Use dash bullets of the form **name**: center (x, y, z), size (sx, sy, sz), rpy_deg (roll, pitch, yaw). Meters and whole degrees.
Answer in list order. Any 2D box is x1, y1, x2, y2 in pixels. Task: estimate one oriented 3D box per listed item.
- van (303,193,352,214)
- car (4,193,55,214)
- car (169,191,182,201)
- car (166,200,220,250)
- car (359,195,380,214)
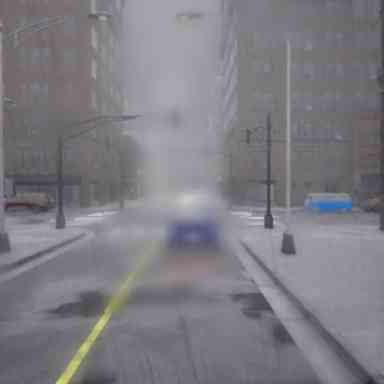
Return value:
- **van**: center (12.056, 1.019, 29.582), size (3.998, 1.788, 1.690), rpy_deg (0, 1, 0)
- **car**: center (-14.891, 0.968, 29.761), size (5.009, 1.841, 2.192), rpy_deg (0, 1, 0)
- **car**: center (-3.033, 0.678, 61.138), size (2.097, 1.767, 4.553), rpy_deg (0, 1, 1)
- **car**: center (-0.006, 1.321, 13.470), size (1.882, 1.535, 5.008), rpy_deg (0, 1, -1)
- **car**: center (17.652, 0.998, 29.545), size (5.009, 1.841, 2.192), rpy_deg (0, 1, 0)
